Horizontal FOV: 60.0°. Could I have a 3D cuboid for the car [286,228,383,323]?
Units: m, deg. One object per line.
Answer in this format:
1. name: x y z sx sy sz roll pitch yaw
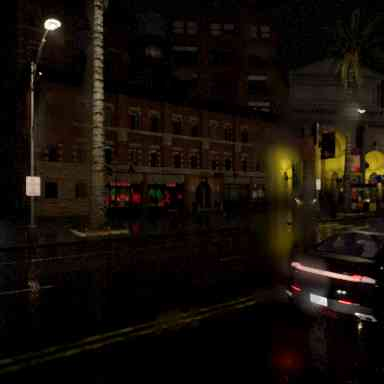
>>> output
1. car: 3.982 1.491 6.652 4.902 1.511 2.128 0 0 -35
